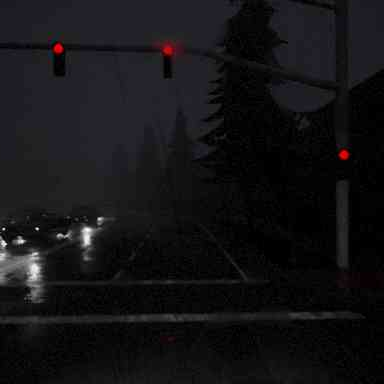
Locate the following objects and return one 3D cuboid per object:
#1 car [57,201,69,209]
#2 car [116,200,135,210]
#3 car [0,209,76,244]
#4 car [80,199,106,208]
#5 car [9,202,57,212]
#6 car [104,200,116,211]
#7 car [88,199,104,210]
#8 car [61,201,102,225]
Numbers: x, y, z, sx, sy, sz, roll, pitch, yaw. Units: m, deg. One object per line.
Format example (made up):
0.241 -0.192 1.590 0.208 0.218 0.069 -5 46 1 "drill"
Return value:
-13.984 1.805 33.925 2.128 1.511 4.902 0 -1 -21 "car"
-10.420 1.937 50.247 2.128 1.511 4.902 0 -1 -37 "car"
-7.780 1.760 17.044 1.895 1.301 4.718 0 0 -3 "car"
-17.268 2.015 57.986 4.902 1.511 2.128 -1 -1 41 "car"
-11.815 1.718 24.045 2.128 1.511 4.902 0 0 -6 "car"
-13.190 1.937 48.111 1.837 1.490 4.892 0 -1 -37 "car"
-10.971 1.802 35.866 1.882 1.535 5.008 0 -1 -22 "car"
-8.554 1.743 26.122 1.837 1.490 4.892 0 0 -8 "car"
